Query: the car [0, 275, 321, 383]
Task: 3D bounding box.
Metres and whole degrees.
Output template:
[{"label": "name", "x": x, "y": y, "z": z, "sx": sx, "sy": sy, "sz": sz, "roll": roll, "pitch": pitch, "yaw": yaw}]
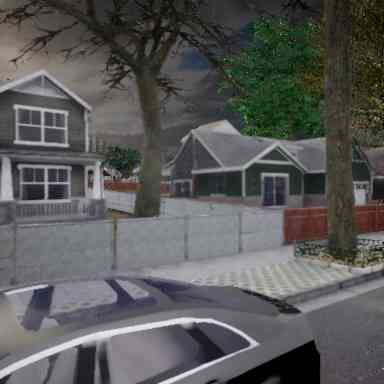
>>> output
[{"label": "car", "x": -1.125, "y": 1.490, "z": 2.259, "sx": 4.902, "sy": 1.511, "sz": 2.128, "roll": 0, "pitch": 0, "yaw": -35}]
